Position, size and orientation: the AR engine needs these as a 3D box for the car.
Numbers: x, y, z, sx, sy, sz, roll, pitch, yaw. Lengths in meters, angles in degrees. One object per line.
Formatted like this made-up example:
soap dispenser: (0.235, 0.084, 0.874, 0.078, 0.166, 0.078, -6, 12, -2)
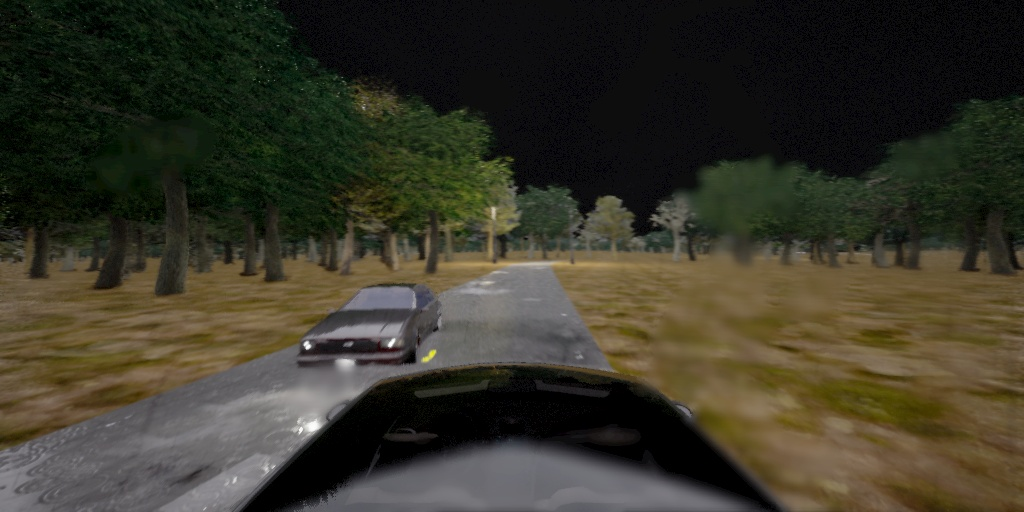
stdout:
car: (-2.799, 1.353, 8.422, 2.033, 1.411, 5.357, -1, 0, -3)
